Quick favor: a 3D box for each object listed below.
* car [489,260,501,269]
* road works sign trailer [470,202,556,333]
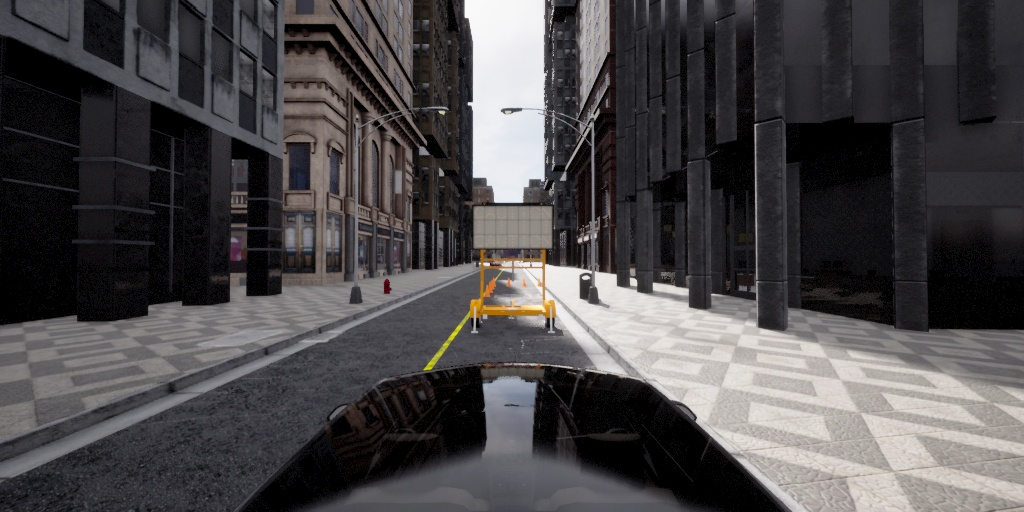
[{"bbox_3d":[-2.812,1.308,60.357,1.882,1.535,5.008,0,0,0],"label":"car"},{"bbox_3d":[0.029,0.217,10.712,2.380,3.560,2.880,0,0,0],"label":"road works sign trailer"}]
